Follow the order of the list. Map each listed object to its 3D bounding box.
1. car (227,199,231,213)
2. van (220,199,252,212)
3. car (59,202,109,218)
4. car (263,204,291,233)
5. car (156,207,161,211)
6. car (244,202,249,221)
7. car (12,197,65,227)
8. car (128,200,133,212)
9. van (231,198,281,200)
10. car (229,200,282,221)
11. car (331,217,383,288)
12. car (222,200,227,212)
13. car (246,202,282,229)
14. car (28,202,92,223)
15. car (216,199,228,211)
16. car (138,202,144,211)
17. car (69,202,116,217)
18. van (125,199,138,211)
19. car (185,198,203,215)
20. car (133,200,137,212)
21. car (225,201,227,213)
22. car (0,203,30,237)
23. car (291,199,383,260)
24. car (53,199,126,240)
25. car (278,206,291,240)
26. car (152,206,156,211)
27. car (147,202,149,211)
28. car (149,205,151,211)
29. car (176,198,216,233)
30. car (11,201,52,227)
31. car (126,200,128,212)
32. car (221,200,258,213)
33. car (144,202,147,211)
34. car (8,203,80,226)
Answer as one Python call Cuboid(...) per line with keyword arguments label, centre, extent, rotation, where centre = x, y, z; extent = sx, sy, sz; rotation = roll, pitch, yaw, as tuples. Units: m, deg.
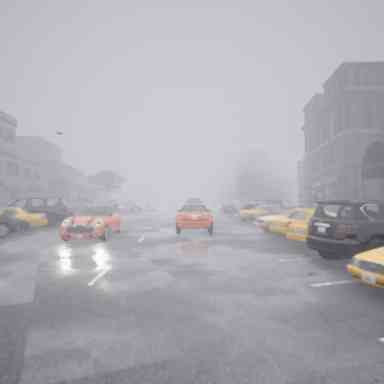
Cuboid(label="car", centre=(6.502, 1.731, 34.871), extent=(4.553, 1.767, 2.185), rotation=(1, -2, -19))
Cuboid(label="van", centre=(6.580, 2.043, 49.801), extent=(4.442, 1.987, 1.878), rotation=(1, -2, -19))
Cuboid(label="car", centre=(-11.257, 1.874, 34.719), extent=(4.792, 1.488, 2.163), rotation=(0, -2, -19))
Cuboid(label="car", centre=(6.594, 1.571, 16.985), extent=(5.366, 1.575, 1.946), rotation=(1, -1, -20))
Cuboid(label="car", centre=(-10.678, 3.726, 75.684), extent=(5.566, 2.045, 2.435), rotation=(1, -6, -19))
Cuboid(label="car", centre=(6.420, 1.671, 22.892), extent=(4.792, 1.488, 2.163), rotation=(1, -1, -20))
Cuboid(label="car", centre=(-11.396, 1.378, 22.959), extent=(5.566, 2.045, 2.435), rotation=(-1, -1, -20))
Cuboid(label="car", centre=(-11.170, 2.196, 46.440), extent=(4.674, 1.452, 2.002), rotation=(0, -2, -19))
Cuboid(label="van", centre=(6.401, 1.564, 31.843), extent=(4.442, 1.987, 1.878), rotation=(1, -1, -19))
Cuboid(label="car", centre=(6.311, 1.731, 28.824), extent=(5.366, 1.575, 1.946), rotation=(1, -1, -19))
Cuboid(label="car", centre=(6.223, 1.506, 7.882), extent=(5.366, 1.575, 1.946), rotation=(1, 0, -20))
Cuboid(label="car", centre=(6.615, 2.033, 40.871), extent=(4.792, 1.488, 2.163), rotation=(1, -2, -19))
Cuboid(label="car", centre=(6.260, 1.595, 19.851), extent=(5.366, 1.575, 1.946), rotation=(1, -1, -20))
Cuboid(label="car", centre=(-11.324, 1.725, 28.839), extent=(4.892, 1.521, 2.231), rotation=(0, -1, -20))
Cuboid(label="car", centre=(6.601, 1.833, 43.840), extent=(5.566, 2.045, 2.435), rotation=(1, -1, -19))
Cuboid(label="car", centre=(-11.060, 2.493, 55.219), extent=(5.008, 1.535, 2.097), rotation=(0, -3, -19))
Cuboid(label="car", centre=(-11.265, 1.913, 37.636), extent=(5.008, 1.535, 2.097), rotation=(0, -2, -19))
Cuboid(label="van", centre=(-11.206, 2.136, 52.262), extent=(4.442, 1.987, 1.878), rotation=(0, -2, -19))
Cuboid(label="car", centre=(0.308, 1.770, 42.199), extent=(2.150, 2.045, 5.566), rotation=(0, -1, 1))
Cuboid(label="car", centre=(-11.103, 2.279, 49.373), extent=(4.792, 1.488, 2.163), rotation=(0, -2, -19))
Cuboid(label="car", centre=(6.553, 1.966, 37.866), extent=(4.674, 1.452, 2.002), rotation=(1, -2, -19))
Cuboid(label="car", centre=(-11.398, 1.556, 17.102), extent=(5.008, 1.535, 2.097), rotation=(-1, -1, -20))
Cuboid(label="car", centre=(6.431, 1.274, 10.952), extent=(5.566, 2.045, 2.435), rotation=(1, -1, -20))
Cuboid(label="car", centre=(-5.070, 1.433, 17.252), extent=(2.097, 1.767, 4.553), rotation=(0, -1, 0))
Cuboid(label="car", centre=(6.587, 1.544, 13.993), extent=(5.366, 1.575, 1.946), rotation=(1, -1, -20))
Cuboid(label="car", centre=(-10.804, 3.451, 69.806), extent=(4.892, 1.521, 2.231), rotation=(1, -4, -19))
Cuboid(label="car", centre=(-11.137, 2.811, 60.995), extent=(5.366, 1.575, 1.946), rotation=(0, -4, -19))
Cuboid(label="car", centre=(-10.923, 3.009, 63.979), extent=(4.892, 1.521, 2.231), rotation=(0, -4, -19))
Cuboid(label="car", centre=(0.144, 1.468, 20.580), extent=(2.097, 1.767, 4.553), rotation=(0, -1, 0))
Cuboid(label="car", centre=(-11.554, 1.586, 19.976), extent=(5.366, 1.575, 1.946), rotation=(-1, 0, -20))
Cuboid(label="car", centre=(-11.202, 2.109, 43.503), extent=(4.674, 1.452, 2.002), rotation=(0, -2, -19))
Cuboid(label="car", centre=(6.686, 2.048, 46.855), extent=(4.553, 1.767, 2.185), rotation=(1, -2, -19))
Cuboid(label="car", centre=(-11.015, 2.645, 58.142), extent=(4.892, 1.521, 2.231), rotation=(0, -3, -19))
Cuboid(label="car", centre=(-11.343, 1.672, 25.901), extent=(4.892, 1.521, 2.231), rotation=(-1, -1, -20))
